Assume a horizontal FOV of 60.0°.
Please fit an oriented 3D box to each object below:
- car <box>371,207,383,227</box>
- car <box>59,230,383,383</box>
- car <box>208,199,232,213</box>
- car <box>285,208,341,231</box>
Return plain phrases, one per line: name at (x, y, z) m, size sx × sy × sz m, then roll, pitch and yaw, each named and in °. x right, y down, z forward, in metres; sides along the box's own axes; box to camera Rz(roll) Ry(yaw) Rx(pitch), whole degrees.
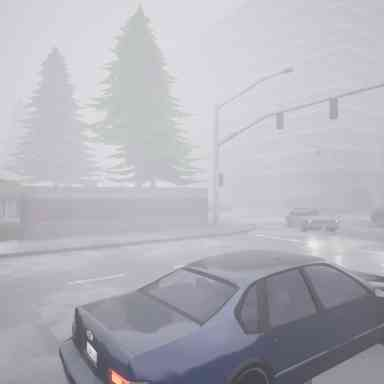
car at (13.854, 1.549, 20.762) m, size 1.837 × 1.490 × 4.892 m, roll 0°, pitch 0°, yaw -35°
car at (1.110, 1.547, 4.573) m, size 5.357 × 1.411 × 2.033 m, roll 0°, pitch 0°, yaw -35°
car at (2.408, 1.559, 37.091) m, size 1.837 × 1.490 × 4.892 m, roll 0°, pitch 0°, yaw -35°
car at (7.102, 1.652, 19.958) m, size 1.895 × 1.301 × 4.718 m, roll 0°, pitch 0°, yaw 1°
